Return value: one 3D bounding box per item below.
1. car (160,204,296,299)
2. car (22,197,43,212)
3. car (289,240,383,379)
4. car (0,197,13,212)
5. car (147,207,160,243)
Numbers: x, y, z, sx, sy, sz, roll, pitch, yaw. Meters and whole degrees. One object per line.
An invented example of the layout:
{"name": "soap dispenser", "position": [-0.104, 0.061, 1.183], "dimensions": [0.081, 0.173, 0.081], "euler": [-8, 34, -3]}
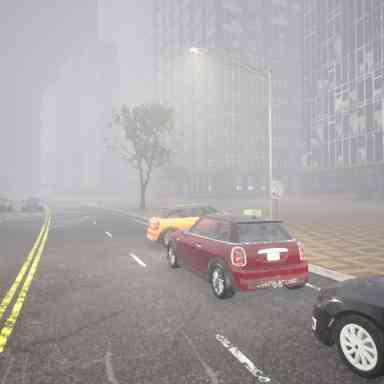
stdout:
{"name": "car", "position": [0.884, 1.355, 8.839], "dimensions": [2.097, 1.767, 4.553], "euler": [0, 0, -22]}
{"name": "car", "position": [-18.826, 1.392, 39.383], "dimensions": [2.097, 1.767, 4.553], "euler": [0, 0, -24]}
{"name": "car", "position": [3.619, 1.505, 3.368], "dimensions": [1.837, 1.490, 4.892], "euler": [0, 0, -35]}
{"name": "car", "position": [-21.795, 1.389, 38.061], "dimensions": [2.097, 1.767, 4.553], "euler": [0, 0, -24]}
{"name": "car", "position": [0.382, 1.276, 14.430], "dimensions": [4.553, 1.767, 2.097], "euler": [-3, 1, -18]}
